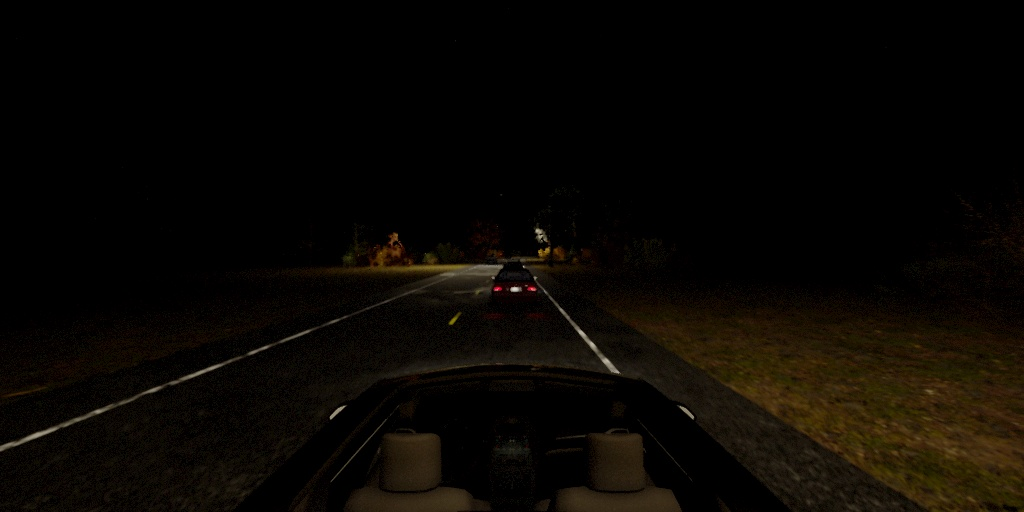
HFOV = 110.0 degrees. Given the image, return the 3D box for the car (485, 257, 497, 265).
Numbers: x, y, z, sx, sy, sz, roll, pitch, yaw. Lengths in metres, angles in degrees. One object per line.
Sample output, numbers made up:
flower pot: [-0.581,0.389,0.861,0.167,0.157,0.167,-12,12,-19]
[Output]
car: [-3.535,0.874,61.636,1.994,1.385,4.181,0,0,1]

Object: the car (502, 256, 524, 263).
car: [0.096,0.996,35.035,2.128,1.511,4.902,0,0,0]

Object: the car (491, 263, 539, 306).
car: [0.099,1.198,15.144,2.033,1.411,5.357,0,0,0]
